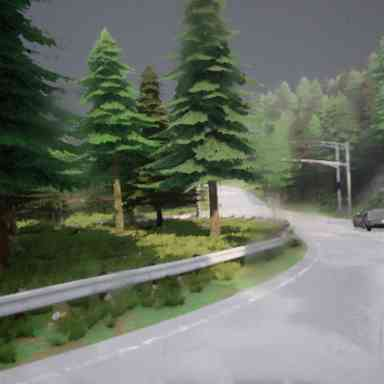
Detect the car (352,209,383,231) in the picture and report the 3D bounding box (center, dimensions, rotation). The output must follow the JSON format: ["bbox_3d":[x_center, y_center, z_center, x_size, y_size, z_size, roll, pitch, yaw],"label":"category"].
[{"bbox_3d":[12.429,1.848,22.733,1.994,1.385,4.181,-3,-2,11],"label":"car"}]
